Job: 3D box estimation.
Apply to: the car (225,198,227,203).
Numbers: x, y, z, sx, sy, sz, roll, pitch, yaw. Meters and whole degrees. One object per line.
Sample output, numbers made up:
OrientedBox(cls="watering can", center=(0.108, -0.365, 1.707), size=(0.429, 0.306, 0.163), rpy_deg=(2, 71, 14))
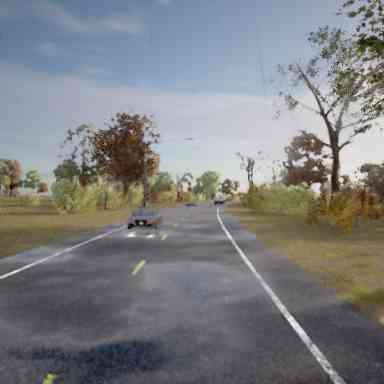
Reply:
OrientedBox(cls="car", center=(7.810, 2.510, 90.796), size=(1.882, 1.535, 5.008), rpy_deg=(0, -1, 8))

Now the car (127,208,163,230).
OrientedBox(cls="car", center=(-3.127, 1.773, 22.842), size=(1.994, 1.385, 4.181), rpy_deg=(0, -1, 2))

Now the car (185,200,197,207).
OrientedBox(cls="car", center=(-0.175, 2.227, 63.863), size=(1.994, 1.385, 4.181), rpy_deg=(0, -1, 6))

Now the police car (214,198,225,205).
OrientedBox(cls="police car", center=(6.443, 2.321, 81.047), size=(1.930, 1.638, 5.238), rpy_deg=(0, -1, 8))
